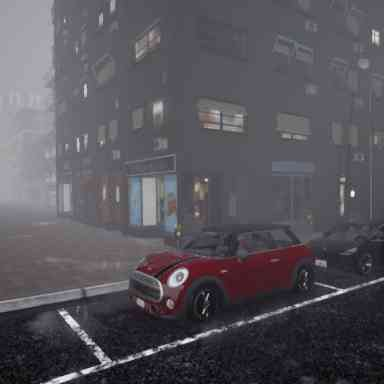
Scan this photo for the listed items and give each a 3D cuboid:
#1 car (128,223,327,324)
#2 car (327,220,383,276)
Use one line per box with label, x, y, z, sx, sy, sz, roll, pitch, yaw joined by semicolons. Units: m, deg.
car;0.709;1.439;7.063;4.097;1.590;1.967;0;-1;-35
car;5.280;1.563;10.300;4.313;1.339;1.947;0;-1;-35
